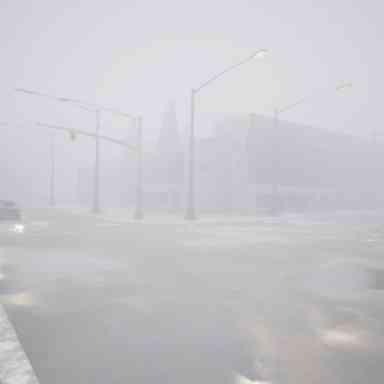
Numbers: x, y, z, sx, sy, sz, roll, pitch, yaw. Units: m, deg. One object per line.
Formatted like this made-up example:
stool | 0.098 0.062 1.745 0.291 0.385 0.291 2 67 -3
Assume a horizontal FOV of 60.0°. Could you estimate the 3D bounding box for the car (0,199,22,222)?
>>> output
car | -13.701 1.299 24.085 1.882 1.535 5.008 1 1 -36
